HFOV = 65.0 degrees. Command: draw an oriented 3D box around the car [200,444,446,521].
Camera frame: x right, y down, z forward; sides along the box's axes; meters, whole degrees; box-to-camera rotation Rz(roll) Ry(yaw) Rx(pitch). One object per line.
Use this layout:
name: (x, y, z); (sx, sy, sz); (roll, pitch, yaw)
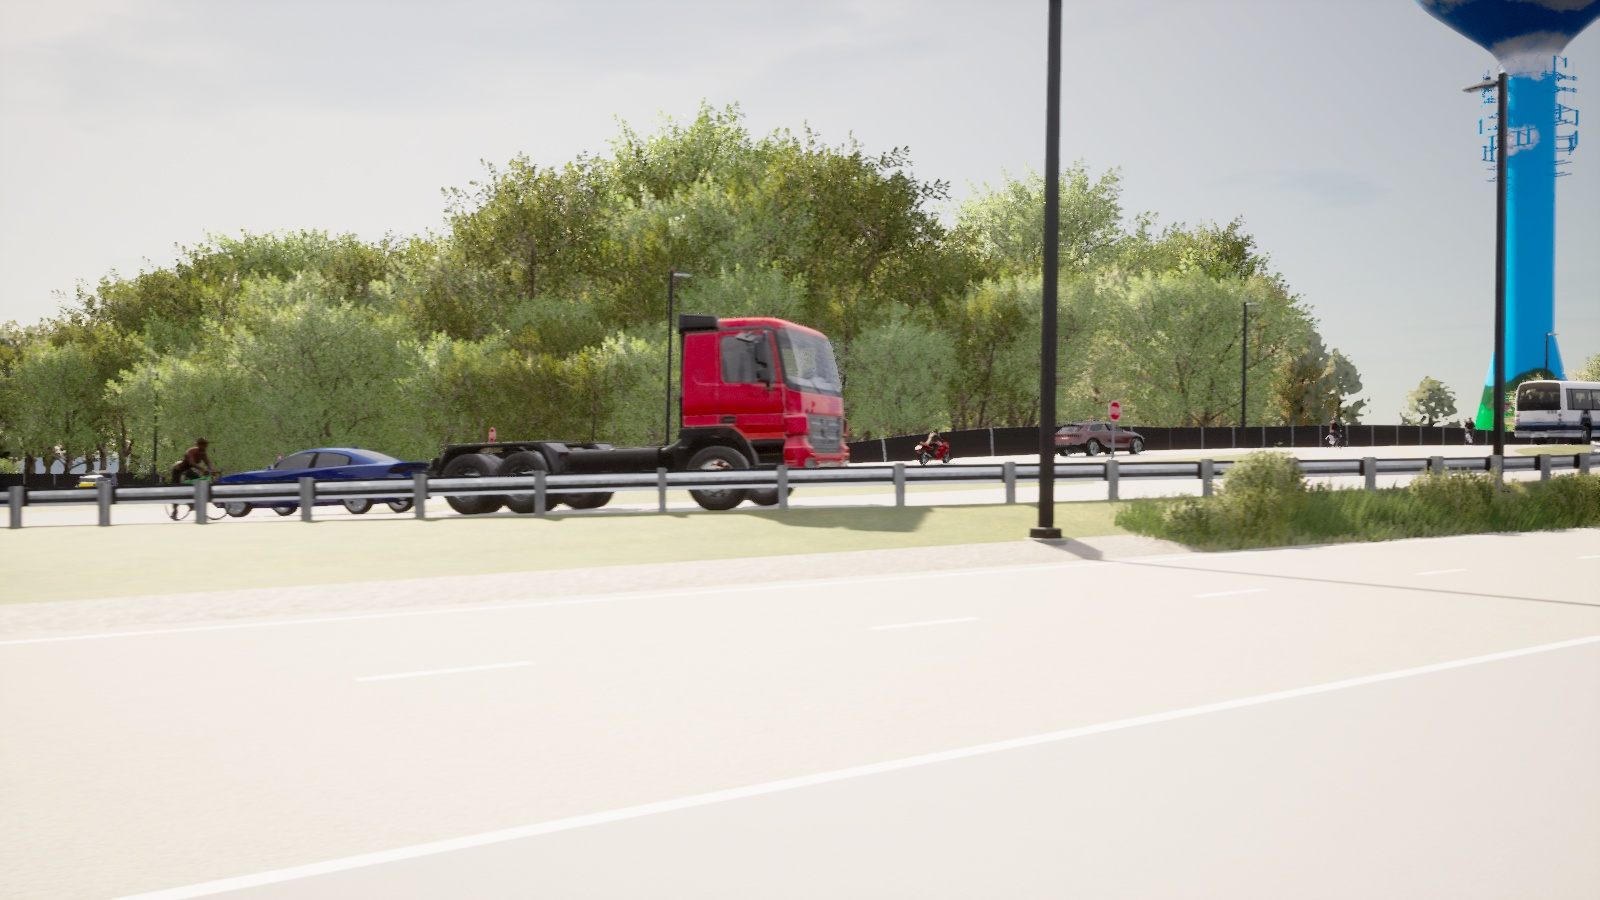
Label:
car: (-10.789, 0.751, 28.454); (5.008, 1.535, 1.882); (-2, -2, 14)

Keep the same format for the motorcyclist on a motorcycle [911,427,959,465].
motorcyclist on a motorcycle: (5.691, -0.164, 52.790); (2.044, 1.523, 0.797); (-3, 1, -41)

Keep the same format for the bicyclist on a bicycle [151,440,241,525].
bicyclist on a bicycle: (-11.949, 0.652, 24.849); (1.656, 1.620, 0.582); (-2, -2, 19)

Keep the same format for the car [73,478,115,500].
car: (-46.062, 2.523, 81.960); (1.481, 1.376, 2.207); (0, 0, 0)

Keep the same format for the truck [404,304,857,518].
truck: (-3.187, -0.582, 23.704); (7.936, 3.462, 2.891); (-2, -1, 19)

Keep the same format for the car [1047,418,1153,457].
car: (14.061, -0.602, 58.831); (4.856, 1.649, 2.033); (-2, 1, -34)
